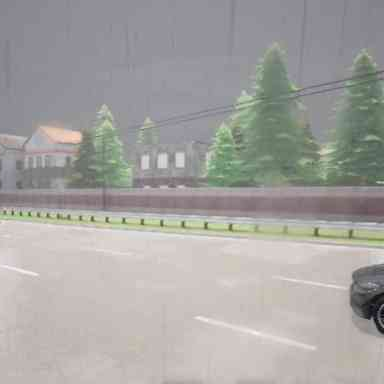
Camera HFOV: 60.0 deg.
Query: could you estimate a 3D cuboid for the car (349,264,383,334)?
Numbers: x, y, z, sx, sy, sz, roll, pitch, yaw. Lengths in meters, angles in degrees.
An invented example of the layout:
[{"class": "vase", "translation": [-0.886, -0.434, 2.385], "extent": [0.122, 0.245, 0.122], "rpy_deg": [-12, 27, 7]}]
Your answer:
[{"class": "car", "translation": [4.855, 1.526, 4.812], "extent": [4.674, 1.442, 1.812], "rpy_deg": [0, 0, 35]}]
